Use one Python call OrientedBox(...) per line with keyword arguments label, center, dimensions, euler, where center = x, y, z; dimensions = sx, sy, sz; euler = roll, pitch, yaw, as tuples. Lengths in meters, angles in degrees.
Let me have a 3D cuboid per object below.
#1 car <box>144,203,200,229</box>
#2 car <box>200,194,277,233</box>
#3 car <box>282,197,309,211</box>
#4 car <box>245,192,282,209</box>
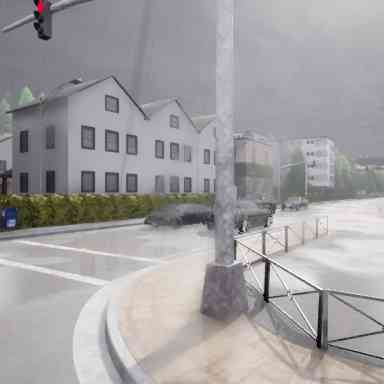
OrientedBox(label="car", center=(-0.499, 1.360, 20.198), dimensions=(2.033, 1.411, 5.357), euler=(0, 0, 35))
OrientedBox(label="car", center=(2.724, 1.163, 18.308), dimensions=(2.097, 1.767, 4.553), euler=(0, 0, 35))
OrientedBox(label="car", center=(11.531, 1.304, 37.094), dimensions=(2.128, 1.511, 4.902), euler=(0, 0, 36))
OrientedBox(label="car", center=(5.464, 1.034, 28.611), dimensions=(2.150, 2.045, 5.566), euler=(0, 0, 35))
